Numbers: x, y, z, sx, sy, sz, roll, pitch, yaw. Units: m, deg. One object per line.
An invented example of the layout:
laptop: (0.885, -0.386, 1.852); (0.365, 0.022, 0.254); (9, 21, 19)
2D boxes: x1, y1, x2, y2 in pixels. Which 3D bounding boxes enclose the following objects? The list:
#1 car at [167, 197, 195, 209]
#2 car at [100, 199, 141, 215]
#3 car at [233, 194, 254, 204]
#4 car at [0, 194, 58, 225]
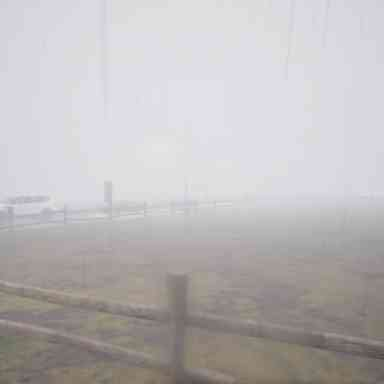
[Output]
car: (-1.214, 1.310, 40.859); (1.994, 1.385, 4.181); (0, 1, 36)
car: (-6.985, 1.427, 32.886); (1.994, 1.385, 4.181); (0, 1, 36)
car: (8.216, 1.035, 53.747); (1.882, 1.535, 5.008); (0, 1, 36)
car: (-12.835, 1.202, 24.745); (2.150, 2.045, 5.566); (0, 1, 35)
